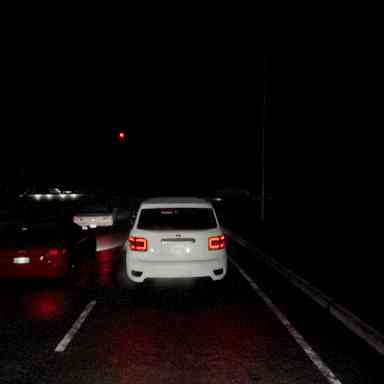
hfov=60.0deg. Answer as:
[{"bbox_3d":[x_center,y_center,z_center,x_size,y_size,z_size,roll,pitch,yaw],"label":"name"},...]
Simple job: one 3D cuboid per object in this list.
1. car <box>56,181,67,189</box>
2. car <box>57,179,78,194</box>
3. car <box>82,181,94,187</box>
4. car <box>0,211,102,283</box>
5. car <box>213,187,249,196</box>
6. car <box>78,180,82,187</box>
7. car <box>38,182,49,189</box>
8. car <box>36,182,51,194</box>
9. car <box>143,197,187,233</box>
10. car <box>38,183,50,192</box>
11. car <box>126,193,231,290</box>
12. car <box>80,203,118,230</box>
[{"bbox_3d":[-28.238,-1.491,71.734,1.882,1.535,5.008,-1,3,-25],"label":"car"},{"bbox_3d":[-20.066,-0.851,53.584,2.150,2.045,5.566,-1,3,-22],"label":"car"},{"bbox_3d":[-25.716,-1.965,82.918,2.033,1.411,5.357,-1,3,-25],"label":"car"},{"bbox_3d":[-4.035,1.476,9.505,1.994,1.385,4.181,0,1,-5],"label":"car"},{"bbox_3d":[5.262,0.011,44.998,5.008,1.535,1.882,0,3,-22],"label":"car"},{"bbox_3d":[-28.904,-2.208,81.459,2.150,2.045,5.566,-1,3,-25],"label":"car"},{"bbox_3d":[-31.835,-1.399,71.173,2.033,1.411,5.357,-1,3,-25],"label":"car"},{"bbox_3d":[-23.206,-0.518,52.040,1.882,1.535,5.008,-1,3,-23],"label":"car"},{"bbox_3d":[-1.663,1.140,18.675,2.128,1.511,4.902,0,2,-9],"label":"car"},{"bbox_3d":[-27.376,-0.925,61.501,2.033,1.411,5.357,-1,3,-24],"label":"car"},{"bbox_3d":[-0.475,1.132,9.079,2.150,2.045,5.566,0,1,-4],"label":"car"},{"bbox_3d":[-5.113,1.272,18.225,1.895,1.301,4.718,0,2,-9],"label":"car"}]
